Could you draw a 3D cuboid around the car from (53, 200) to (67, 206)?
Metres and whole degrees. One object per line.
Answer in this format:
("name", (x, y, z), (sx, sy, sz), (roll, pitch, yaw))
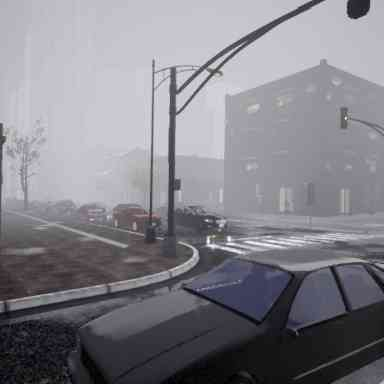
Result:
("car", (-28.405, 2.306, 71.395), (1.802, 1.307, 4.206), (1, -1, -35))

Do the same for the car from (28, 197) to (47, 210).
("car", (-22.729, 1.891, 48.534), (1.752, 1.417, 4.829), (1, -1, -35))

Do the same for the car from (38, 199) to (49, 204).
("car", (-38.009, 2.402, 85.142), (1.752, 1.417, 4.829), (1, -1, -35))

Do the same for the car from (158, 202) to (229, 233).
("car", (0.225, 1.592, 20.314), (2.128, 1.511, 4.902), (1, -1, -35))

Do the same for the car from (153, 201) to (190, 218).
("car", (-2.150, 1.761, 34.040), (1.967, 1.590, 4.097), (1, -1, -35))

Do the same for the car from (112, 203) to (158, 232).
("car", (-3.447, 1.615, 20.812), (1.887, 1.381, 4.507), (1, -1, -35))

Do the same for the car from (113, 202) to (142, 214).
("car", (-8.352, 1.965, 42.904), (2.008, 1.369, 4.403), (1, -1, -35))

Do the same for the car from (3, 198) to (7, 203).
("car", (-38.444, 1.930, 71.138), (2.192, 1.841, 5.009), (1, -1, -35))

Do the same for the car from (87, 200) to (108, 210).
("car", (-14.830, 2.038, 52.083), (1.752, 1.417, 4.829), (1, -1, -35))

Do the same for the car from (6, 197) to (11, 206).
("car", (-35.276, 2.131, 66.599), (1.947, 1.339, 4.313), (1, -1, -35))

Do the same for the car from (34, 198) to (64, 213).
("car", (-18.054, 1.843, 41.771), (2.008, 1.369, 4.403), (1, -1, -35))

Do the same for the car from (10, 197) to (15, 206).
("car", (-32.107, 2.080, 62.064), (1.947, 1.339, 4.313), (1, -1, -35))

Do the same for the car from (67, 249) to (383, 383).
("car", (1.274, 1.548, 4.453), (5.357, 1.411, 2.033), (0, 0, -33))

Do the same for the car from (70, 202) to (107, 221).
("car", (-8.603, 1.729, 28.190), (1.802, 1.307, 4.206), (1, -1, -35))

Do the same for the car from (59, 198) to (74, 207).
("car", (-25.237, 2.114, 66.861), (1.967, 1.590, 4.097), (1, -1, -35))

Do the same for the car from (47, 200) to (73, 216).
("car", (-13.757, 1.791, 35.569), (1.947, 1.339, 4.313), (1, -1, -35))

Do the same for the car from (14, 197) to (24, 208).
("car", (-29.120, 2.012, 57.775), (1.887, 1.381, 4.507), (1, -1, -35))
